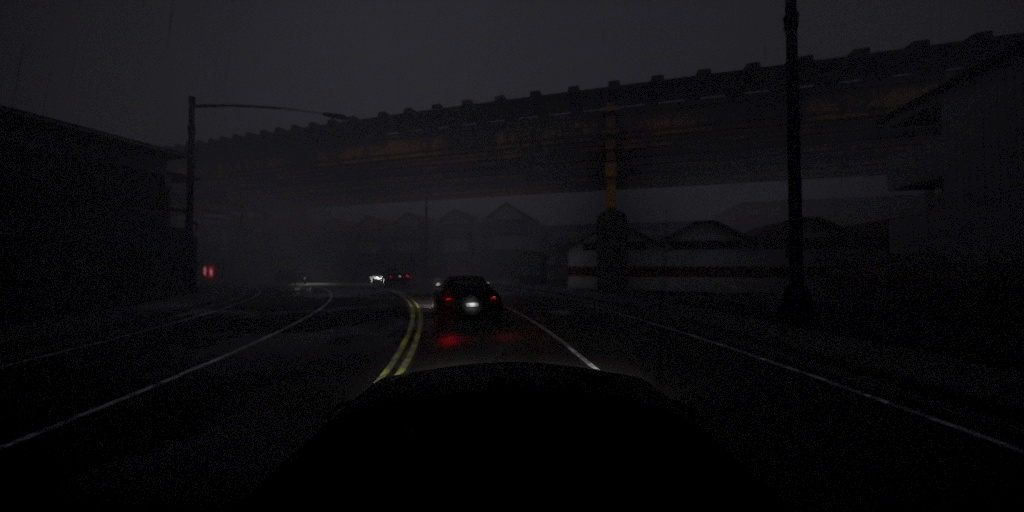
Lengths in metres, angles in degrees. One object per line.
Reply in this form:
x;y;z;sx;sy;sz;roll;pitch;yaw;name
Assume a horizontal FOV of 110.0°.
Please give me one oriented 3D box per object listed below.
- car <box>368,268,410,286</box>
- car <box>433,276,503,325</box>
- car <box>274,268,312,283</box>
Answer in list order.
-10.176;1.681;29.539;2.033;1.411;5.357;1;-2;-38;car
-1.605;1.363;12.128;1.994;1.385;4.181;0;0;-14;car
-21.639;1.910;35.406;4.902;1.511;2.128;-2;-2;35;car
